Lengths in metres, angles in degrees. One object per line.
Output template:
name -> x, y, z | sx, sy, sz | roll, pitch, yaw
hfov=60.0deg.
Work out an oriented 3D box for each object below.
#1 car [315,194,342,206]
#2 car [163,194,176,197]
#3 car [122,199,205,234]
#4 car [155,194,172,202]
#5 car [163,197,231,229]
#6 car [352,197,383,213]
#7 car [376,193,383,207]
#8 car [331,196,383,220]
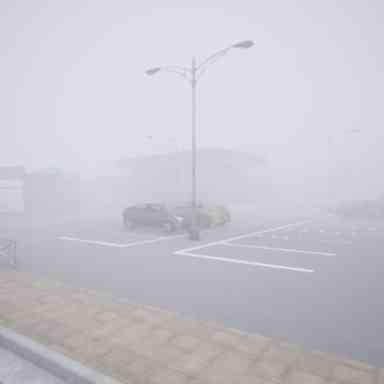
car -> 20.083, 1.385, 48.621 | 3.806, 1.475, 1.970 | 0, 0, 36
car -> -4.632, 1.569, 71.403 | 2.242, 1.667, 4.611 | 0, 0, 36
car -> -1.843, 1.363, 18.329 | 4.514, 1.523, 2.007 | 0, 0, 36
car -> -6.656, 1.413, 78.242 | 1.905, 1.878, 3.866 | 0, 0, 36
car -> -0.039, 1.354, 20.896 | 5.027, 1.636, 2.152 | 0, 0, 36
car -> 19.053, 1.307, 34.009 | 4.514, 1.523, 2.007 | 0, 0, 36
car -> 26.959, 1.105, 43.661 | 4.605, 1.855, 1.932 | 0, 0, 36
car -> 13.137, 1.329, 25.956 | 3.633, 1.501, 1.845 | 0, 0, 36
